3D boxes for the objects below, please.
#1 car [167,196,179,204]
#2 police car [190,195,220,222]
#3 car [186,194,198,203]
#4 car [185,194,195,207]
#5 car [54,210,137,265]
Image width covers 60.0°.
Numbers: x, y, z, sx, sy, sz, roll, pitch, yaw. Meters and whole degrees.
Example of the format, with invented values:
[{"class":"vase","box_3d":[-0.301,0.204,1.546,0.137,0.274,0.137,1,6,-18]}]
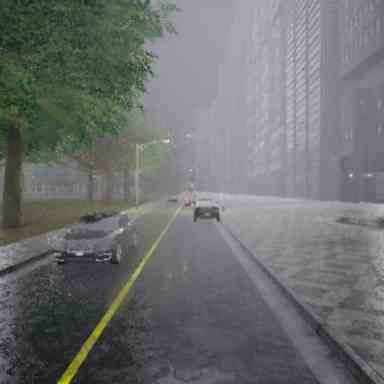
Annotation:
[{"class":"car","box_3d":[-3.075,1.283,54.663,1.895,1.301,4.718,0,0,1]},{"class":"police car","box_3d":[1.039,1.301,25.221,1.930,1.638,5.238,0,0,0]},{"class":"car","box_3d":[-0.026,1.130,60.732,2.128,1.511,4.902,0,0,0]},{"class":"car","box_3d":[0.014,1.346,45.980,1.895,1.301,4.718,0,0,1]},{"class":"car","box_3d":[-3.104,1.452,11.598,1.837,1.490,4.892,0,0,0]}]
